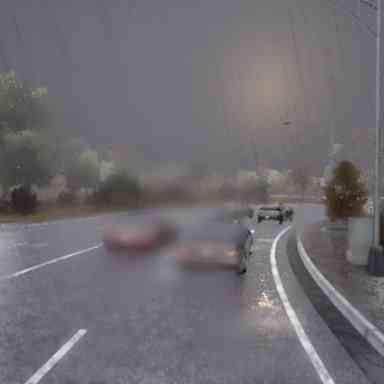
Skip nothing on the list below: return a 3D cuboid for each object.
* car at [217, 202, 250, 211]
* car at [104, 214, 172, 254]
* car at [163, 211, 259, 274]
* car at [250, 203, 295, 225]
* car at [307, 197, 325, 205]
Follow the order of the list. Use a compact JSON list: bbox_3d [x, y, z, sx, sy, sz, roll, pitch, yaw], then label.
[{"bbox_3d":[3.637,1.568,27.417,1.812,1.442,4.674,1,0,30],"label":"car"},{"bbox_3d":[-1.842,1.576,13.683,1.994,1.385,4.181,0,0,15],"label":"car"},{"bbox_3d":[0.941,1.571,10.693,2.033,1.411,5.357,0,0,13],"label":"car"},{"bbox_3d":[6.483,1.569,25.373,2.128,1.511,4.902,1,0,30],"label":"car"},{"bbox_3d":[21.964,1.609,58.301,4.181,1.385,1.994,0,1,-42],"label":"car"}]
